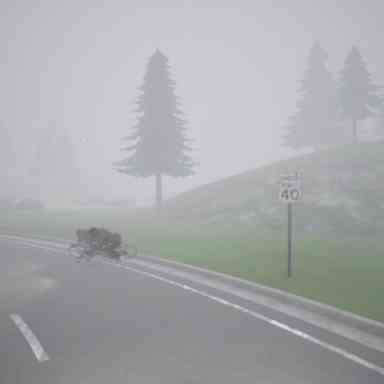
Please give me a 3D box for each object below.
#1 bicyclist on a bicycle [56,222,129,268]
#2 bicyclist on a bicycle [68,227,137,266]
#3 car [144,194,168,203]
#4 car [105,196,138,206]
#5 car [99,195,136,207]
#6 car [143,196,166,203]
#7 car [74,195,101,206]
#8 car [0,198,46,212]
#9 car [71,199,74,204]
[{"bbox_3d":[-3.061,1.568,10.159,1.656,0.582,1.620,6,20,-37],"label":"bicyclist on a bicycle"},{"bbox_3d":[-2.337,1.463,8.943,1.656,0.582,1.620,-9,-43,-10],"label":"bicyclist on a bicycle"},{"bbox_3d":[-6.765,1.244,64.165,2.097,1.767,4.553,0,0,38],"label":"car"},{"bbox_3d":[-11.117,1.403,52.935,2.128,1.511,4.902,0,0,38],"label":"car"},{"bbox_3d":[-10.560,1.519,47.976,1.895,1.301,4.718,0,0,38],"label":"car"},{"bbox_3d":[-7.756,1.519,68.562,1.895,1.301,4.718,0,0,38],"label":"car"},{"bbox_3d":[-15.683,1.260,52.761,2.097,1.767,4.553,0,0,38],"label":"car"},{"bbox_3d":[-18.875,1.460,37.284,1.812,1.442,4.674,0,0,38],"label":"car"},{"bbox_3d":[-17.729,1.381,55.805,1.882,1.535,5.008,0,0,38],"label":"car"}]
